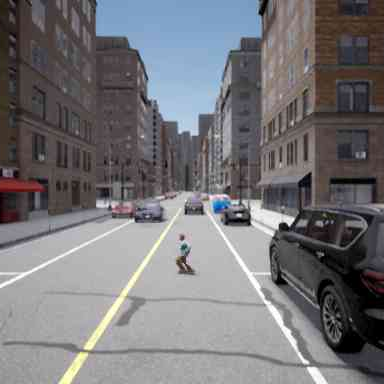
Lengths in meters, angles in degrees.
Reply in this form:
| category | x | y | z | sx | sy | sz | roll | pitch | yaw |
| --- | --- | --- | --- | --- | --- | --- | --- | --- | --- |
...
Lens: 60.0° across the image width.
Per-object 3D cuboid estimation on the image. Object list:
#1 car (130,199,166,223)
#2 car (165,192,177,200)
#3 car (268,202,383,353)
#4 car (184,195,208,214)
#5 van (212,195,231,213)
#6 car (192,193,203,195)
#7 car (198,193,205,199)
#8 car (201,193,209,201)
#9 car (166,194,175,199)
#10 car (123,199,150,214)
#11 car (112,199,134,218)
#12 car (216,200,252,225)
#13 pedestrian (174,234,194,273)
| category | x | y | z | sx | sy | sz | roll | pitch | yaw |
| --- | --- | --- | --- | --- | --- | --- | --- | --- | --- |
| car | -3.007 | 1.454 | 24.522 | 1.994 | 1.385 | 4.181 | 0 | 0 | 0 |
| car | -5.728 | 0.936 | 83.788 | 2.192 | 1.841 | 5.009 | 0 | 0 | -1 |
| car | 3.022 | 1.195 | 6.210 | 2.150 | 2.045 | 5.566 | 0 | 0 | 0 |
| car | 0.207 | 1.346 | 32.990 | 2.128 | 1.511 | 4.902 | 0 | 0 | 0 |
| van | 2.974 | 1.192 | 33.634 | 1.690 | 1.788 | 3.998 | 0 | 0 | 0 |
| car | 0.234 | 1.317 | 47.410 | 1.812 | 1.442 | 4.674 | 0 | 0 | 1 |
| car | 2.686 | 1.110 | 94.927 | 1.887 | 1.381 | 4.507 | 0 | 0 | -1 |
| car | 2.908 | 1.199 | 72.994 | 1.752 | 1.417 | 4.829 | 0 | 0 | -1 |
| car | -5.784 | 1.144 | 89.316 | 2.008 | 1.369 | 4.403 | 0 | 0 | -1 |
| car | -5.550 | 1.417 | 33.656 | 1.947 | 1.339 | 4.313 | 0 | 0 | 0 |
| car | -5.570 | 1.456 | 28.205 | 1.802 | 1.307 | 4.206 | 0 | 0 | 0 |
| car | 2.936 | 1.464 | 22.738 | 1.947 | 1.339 | 4.313 | 0 | 0 | 0 |
| pedestrian | -0.191 | 1.634 | 8.907 | 0.500 | 1.100 | 0.500 | 0 | 0 | -10 |
